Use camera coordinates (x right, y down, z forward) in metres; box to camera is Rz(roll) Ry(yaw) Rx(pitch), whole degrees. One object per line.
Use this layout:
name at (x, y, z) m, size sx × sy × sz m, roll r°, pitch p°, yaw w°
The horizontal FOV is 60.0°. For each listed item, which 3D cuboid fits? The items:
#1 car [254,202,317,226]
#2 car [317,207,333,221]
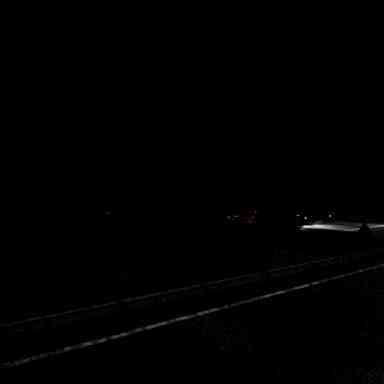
car at (6.631, 1.651, 24.618) m, size 1.994 × 1.385 × 4.181 m, roll 0°, pitch -1°, yaw -39°
car at (8.989, 1.585, 27.268) m, size 2.128 × 1.511 × 4.902 m, roll 0°, pitch -1°, yaw -39°
